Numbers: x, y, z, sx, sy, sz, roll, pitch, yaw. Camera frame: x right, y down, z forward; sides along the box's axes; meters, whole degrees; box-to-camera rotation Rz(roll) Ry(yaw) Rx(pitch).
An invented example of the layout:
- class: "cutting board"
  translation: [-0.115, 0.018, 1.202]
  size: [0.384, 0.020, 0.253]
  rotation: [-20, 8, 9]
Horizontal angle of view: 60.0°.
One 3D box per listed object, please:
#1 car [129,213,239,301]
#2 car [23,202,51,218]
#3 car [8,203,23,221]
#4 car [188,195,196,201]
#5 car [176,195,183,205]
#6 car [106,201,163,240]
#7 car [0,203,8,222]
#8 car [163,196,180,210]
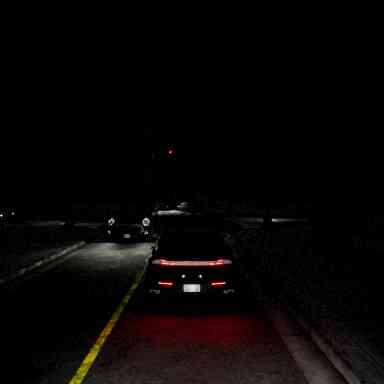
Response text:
- class: "car"
  translation: [0.000, 1.492, 8.323]
  size: [2.128, 1.511, 4.902]
  rotation: [0, 0, 0]
- class: "car"
  translation: [-14.769, 1.581, 29.496]
  size: [4.313, 1.339, 1.947]
  rotation: [0, 0, 0]
- class: "car"
  translation: [-15.688, 1.209, 24.011]
  size: [5.566, 2.045, 2.150]
  rotation: [0, 0, 0]
- class: "car"
  translation: [-0.013, 1.451, 81.346]
  size: [1.812, 1.442, 4.674]
  rotation: [0, 0, 0]
- class: "car"
  translation: [-2.850, 1.484, 54.333]
  size: [1.812, 1.442, 4.674]
  rotation: [0, 1, 0]
- class: "car"
  translation: [-2.852, 1.349, 16.843]
  size: [2.097, 1.767, 4.553]
  rotation: [0, 0, 0]
- class: "car"
  translation: [-14.773, 1.540, 21.469]
  size: [4.313, 1.339, 1.947]
  rotation: [0, 0, 0]
- class: "car"
  translation: [-2.858, 1.539, 41.369]
  size: [1.994, 1.385, 4.181]
  rotation: [0, 0, 0]
